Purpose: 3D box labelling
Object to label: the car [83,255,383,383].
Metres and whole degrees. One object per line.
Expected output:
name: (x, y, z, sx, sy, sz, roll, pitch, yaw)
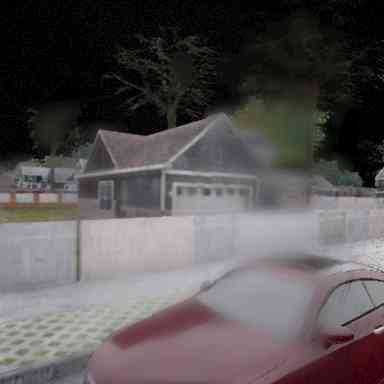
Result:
car: (1.160, 1.554, 3.895, 4.674, 1.442, 1.812, 1, 0, -35)
